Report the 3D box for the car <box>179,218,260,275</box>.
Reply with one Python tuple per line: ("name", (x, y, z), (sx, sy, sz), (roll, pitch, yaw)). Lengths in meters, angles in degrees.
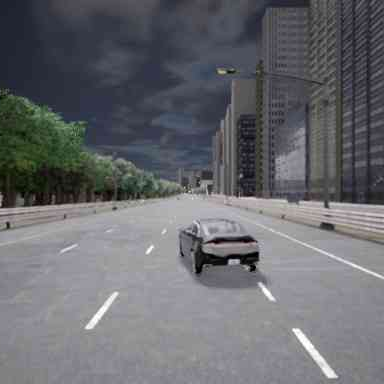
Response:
("car", (0.698, 1.619, 10.998), (2.128, 1.511, 4.902), (0, 0, -9))
